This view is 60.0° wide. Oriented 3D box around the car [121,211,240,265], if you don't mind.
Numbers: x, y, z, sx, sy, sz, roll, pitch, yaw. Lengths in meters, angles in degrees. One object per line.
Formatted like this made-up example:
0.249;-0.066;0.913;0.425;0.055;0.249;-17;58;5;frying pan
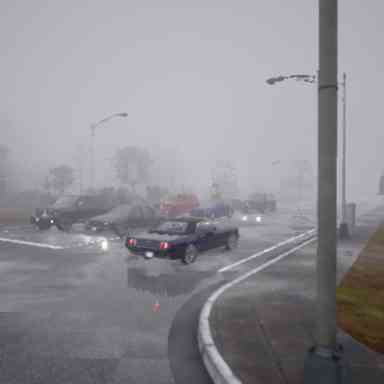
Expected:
-0.054;1.567;11.761;1.895;1.301;4.718;0;0;33;car

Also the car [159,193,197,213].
-1.425;1.133;29.034;2.150;2.045;5.566;0;0;32;car

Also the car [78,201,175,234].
-3.541;1.479;19.126;2.033;1.411;5.357;0;0;32;car

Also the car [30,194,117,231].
-6.900;1.137;20.357;2.150;2.045;5.566;0;0;32;car

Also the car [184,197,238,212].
1.697;1.407;27.422;1.882;1.535;5.008;0;0;32;car

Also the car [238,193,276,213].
7.419;1.147;36.471;2.150;2.045;5.566;0;0;32;car

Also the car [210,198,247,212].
4.259;1.456;38.026;2.033;1.411;5.357;0;0;32;car
